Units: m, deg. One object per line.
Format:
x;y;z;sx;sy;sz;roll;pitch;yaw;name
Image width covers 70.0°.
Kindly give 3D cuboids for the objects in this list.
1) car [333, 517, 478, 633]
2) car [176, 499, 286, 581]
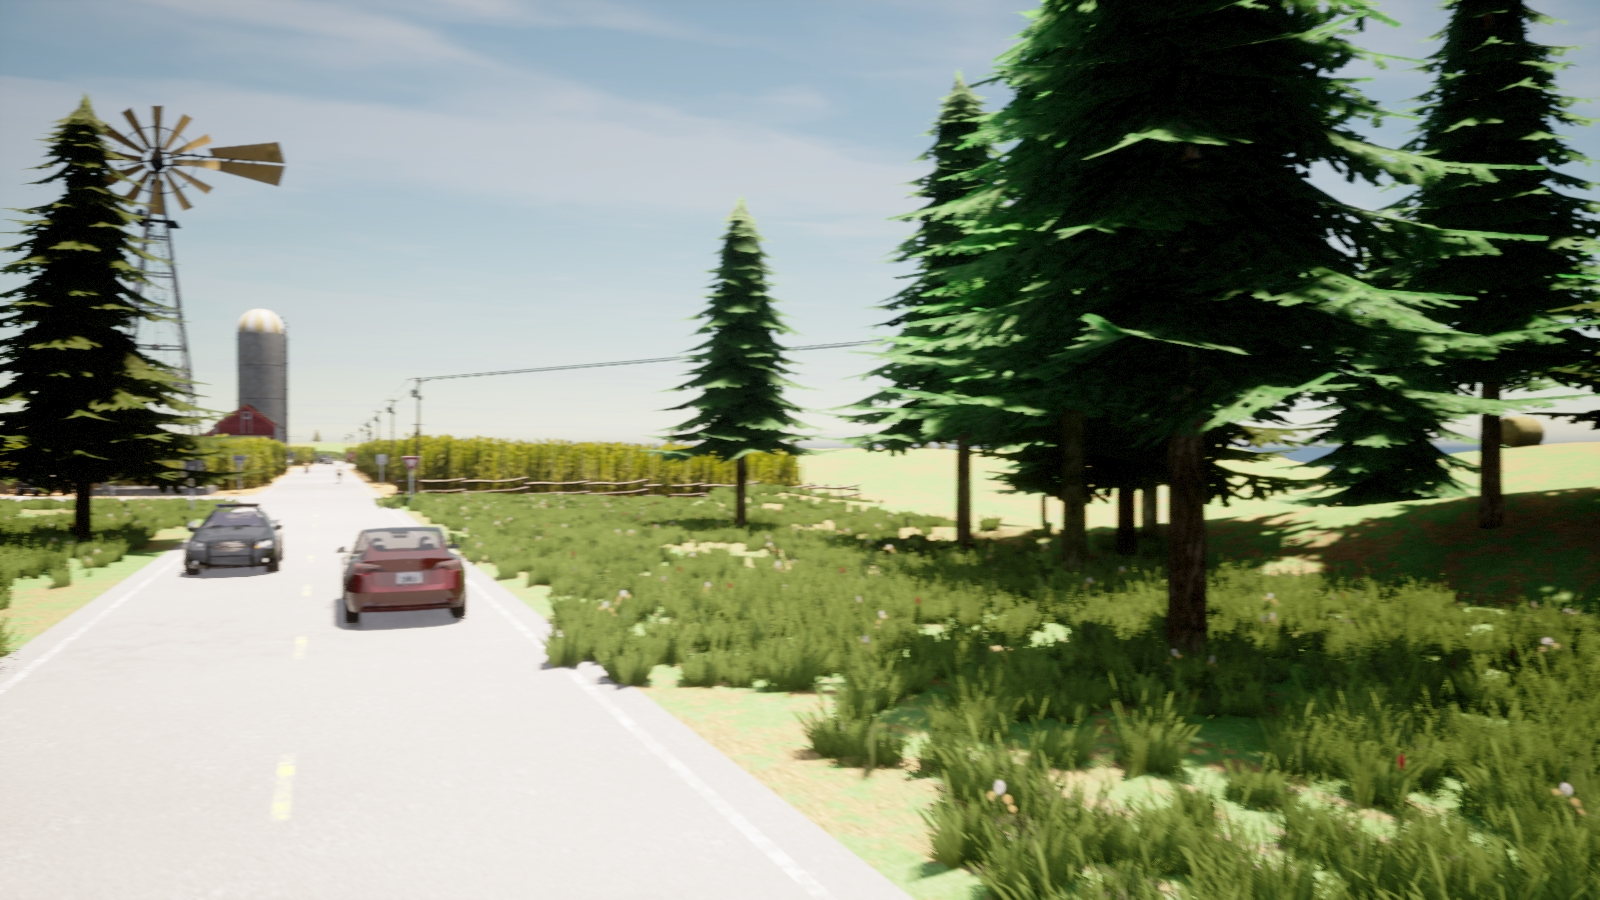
-7.118;2.081;20.296;2.163;1.488;4.792;0;0;-22;car
-13.558;2.074;27.498;2.038;1.542;4.974;0;0;-23;car
